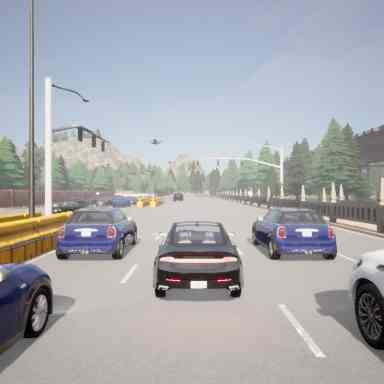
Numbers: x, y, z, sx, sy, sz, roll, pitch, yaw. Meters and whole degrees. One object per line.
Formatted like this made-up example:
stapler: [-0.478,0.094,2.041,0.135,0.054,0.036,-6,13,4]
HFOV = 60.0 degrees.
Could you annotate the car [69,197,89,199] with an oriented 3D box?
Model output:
car: [-17.411,1.505,49.395,1.837,1.490,4.892,0,0,1]

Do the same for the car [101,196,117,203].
car: [-17.227,1.525,69.235,2.128,1.511,4.902,0,0,0]

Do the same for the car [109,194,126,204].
car: [-13.807,1.352,62.126,2.097,1.767,4.553,0,0,1]

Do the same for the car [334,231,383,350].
car: [3.615,1.221,3.068,2.150,2.045,5.566,0,0,0]

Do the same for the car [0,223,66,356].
car: [-3.383,1.352,3.759,2.097,1.767,4.553,0,0,0]

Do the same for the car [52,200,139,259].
car: [-3.401,1.352,12.675,2.097,1.767,4.553,0,0,-1]

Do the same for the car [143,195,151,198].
car: [-10.233,1.492,68.298,2.128,1.511,4.902,0,0,0]

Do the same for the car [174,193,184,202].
car: [-3.182,1.225,78.876,2.150,2.045,5.566,0,0,0]

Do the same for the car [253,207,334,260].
car: [3.647,1.352,12.653,2.097,1.767,4.553,0,0,0]

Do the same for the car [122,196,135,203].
car: [-13.715,1.553,72.146,1.994,1.385,4.181,0,0,0]

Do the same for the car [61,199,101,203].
car: [-11.582,1.601,32.248,4.718,1.301,1.895,0,0,-25]

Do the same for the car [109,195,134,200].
car: [-10.393,1.478,49.267,1.882,1.535,5.008,0,0,0]

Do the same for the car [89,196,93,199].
car: [-17.337,1.505,58.809,1.837,1.490,4.892,0,0,1]

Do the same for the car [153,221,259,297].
car: [0.132,1.492,8.540,2.128,1.511,4.902,0,0,0]

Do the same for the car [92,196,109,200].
car: [-13.864,1.526,52.983,1.812,1.442,4.674,0,0,1]

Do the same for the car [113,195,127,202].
car: [-17.185,1.540,79.726,2.033,1.411,5.357,0,0,0]

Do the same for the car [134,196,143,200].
car: [-10.348,1.526,58.334,1.812,1.442,4.674,0,0,1]
